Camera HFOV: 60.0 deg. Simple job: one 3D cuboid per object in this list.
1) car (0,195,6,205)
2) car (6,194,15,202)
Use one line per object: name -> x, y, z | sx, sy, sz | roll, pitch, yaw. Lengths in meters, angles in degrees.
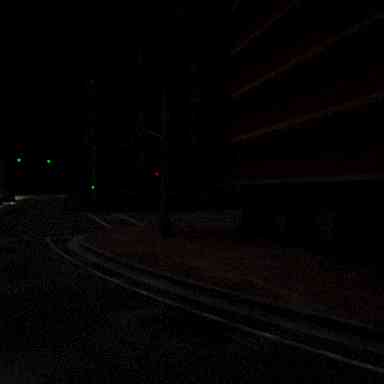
car -> -30.870, 1.303, 51.872 | 1.812, 1.442, 4.674 | 1, 0, -21
car -> -36.506, 1.219, 66.083 | 1.882, 1.535, 5.008 | 1, 0, -22
